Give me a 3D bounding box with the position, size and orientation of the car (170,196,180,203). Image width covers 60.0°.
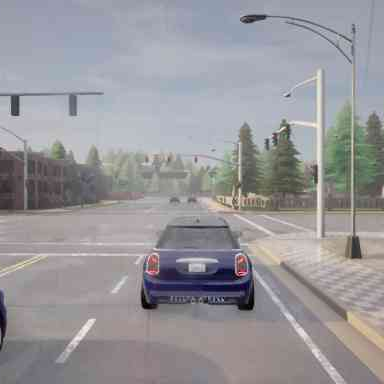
[{"bbox_3d":[-3.463,1.505,68.266,1.837,1.490,4.892,0,0,0],"label":"car"}]

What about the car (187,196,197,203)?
[{"bbox_3d":[0.037,1.505,68.264,1.837,1.490,4.892,0,0,0],"label":"car"}]

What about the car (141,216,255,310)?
[{"bbox_3d":[0.158,1.352,7.976,2.097,1.767,4.553,0,0,2],"label":"car"}]

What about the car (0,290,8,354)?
[{"bbox_3d":[-3.441,1.478,2.522,1.882,1.535,5.008,0,0,0],"label":"car"}]
